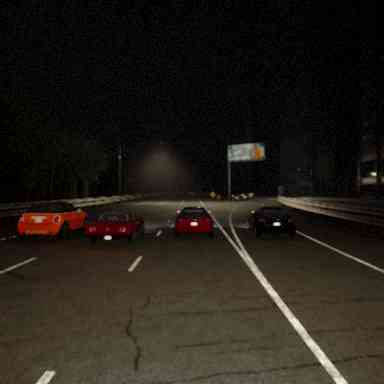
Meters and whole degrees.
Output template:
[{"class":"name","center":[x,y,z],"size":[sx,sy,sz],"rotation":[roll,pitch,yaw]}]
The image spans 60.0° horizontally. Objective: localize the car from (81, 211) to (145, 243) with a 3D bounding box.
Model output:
[{"class":"car","center":[-3.396,1.547,15.684],"size":[1.895,1.301,4.718],"rotation":[0,0,0]}]

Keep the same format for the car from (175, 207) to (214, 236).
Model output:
[{"class":"car","center":[0.105,1.503,17.986],"size":[1.994,1.385,4.181],"rotation":[0,0,0]}]

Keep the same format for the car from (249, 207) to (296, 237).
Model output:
[{"class":"car","center":[4.194,1.502,17.876],"size":[1.994,1.385,4.181],"rotation":[0,0,4]}]

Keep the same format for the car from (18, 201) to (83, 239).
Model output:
[{"class":"car","center":[-6.897,1.294,17.087],"size":[2.097,1.767,4.553],"rotation":[0,0,0]}]
